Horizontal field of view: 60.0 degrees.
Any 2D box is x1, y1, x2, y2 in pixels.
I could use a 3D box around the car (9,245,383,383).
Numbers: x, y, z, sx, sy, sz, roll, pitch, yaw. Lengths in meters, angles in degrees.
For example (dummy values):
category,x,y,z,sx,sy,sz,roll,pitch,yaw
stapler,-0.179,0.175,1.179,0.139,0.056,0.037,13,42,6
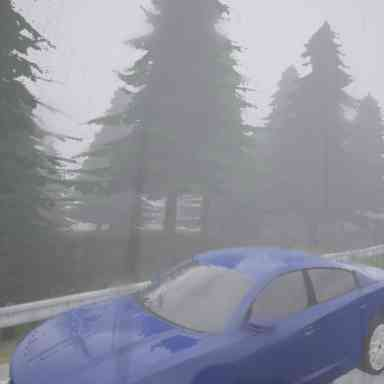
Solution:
category,x,y,z,sx,sy,sz,roll,pitch,yaw
car,0.610,1.483,4.026,5.008,1.535,1.882,0,0,-35
